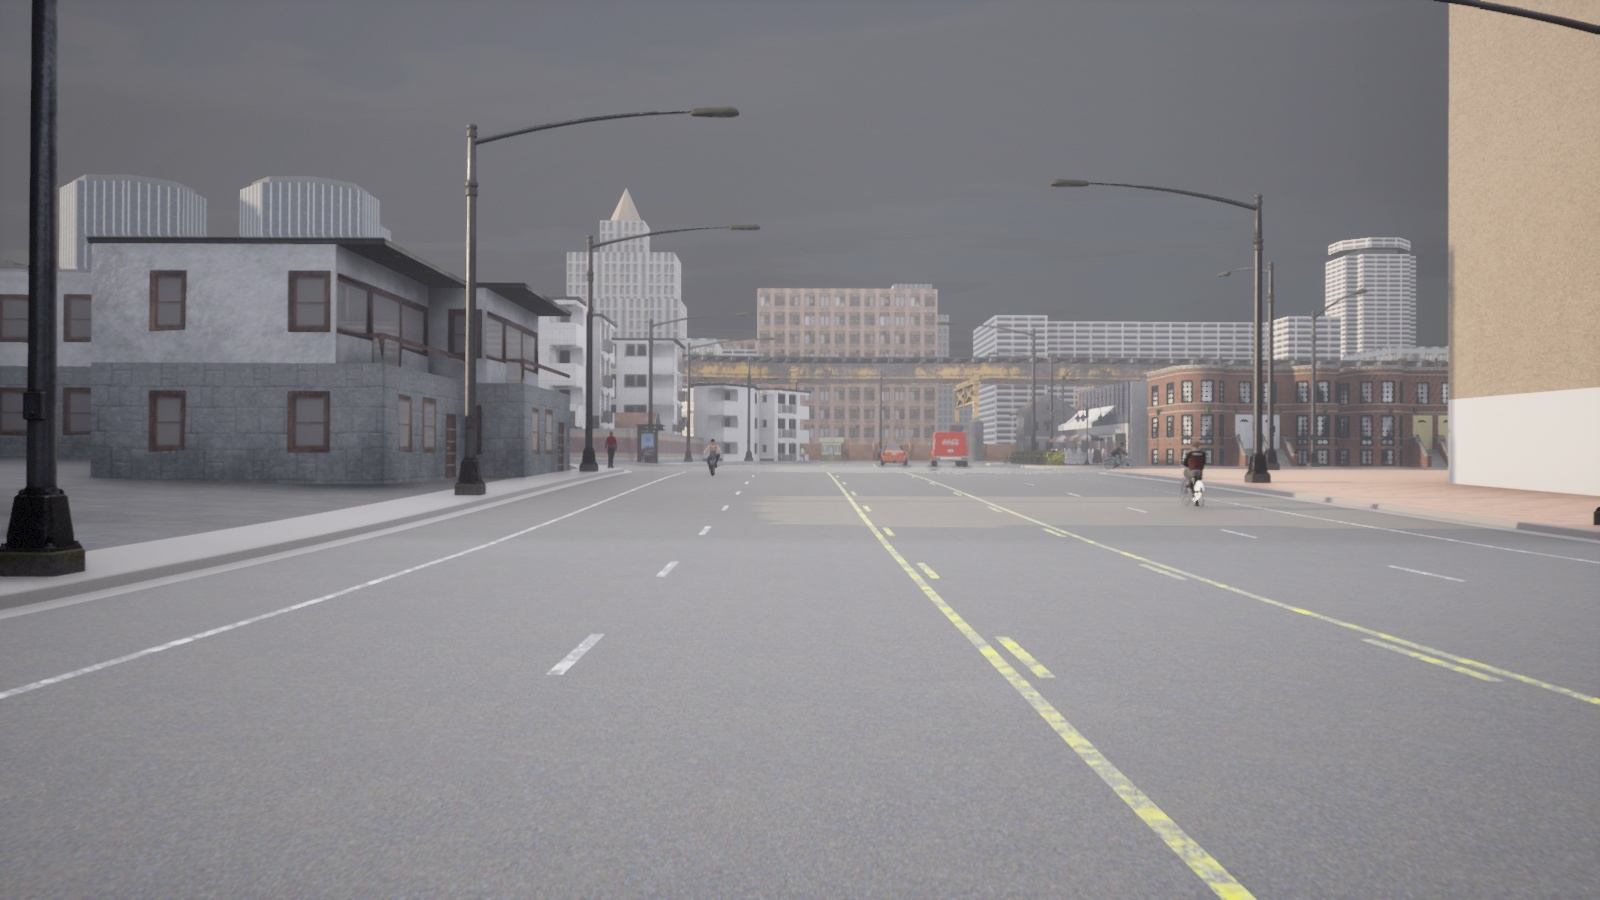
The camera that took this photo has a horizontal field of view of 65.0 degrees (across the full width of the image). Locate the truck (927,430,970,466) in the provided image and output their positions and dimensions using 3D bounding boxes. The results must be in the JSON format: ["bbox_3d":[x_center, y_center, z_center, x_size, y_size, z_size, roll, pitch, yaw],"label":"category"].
[{"bbox_3d":[10.531,-0.130,89.634,2.627,2.467,5.204,0,0,2],"label":"truck"}]

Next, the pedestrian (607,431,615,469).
[{"bbox_3d":[-9.270,0.020,61.548,0.331,1.846,0.636,0,0,-5],"label":"pedestrian"}]

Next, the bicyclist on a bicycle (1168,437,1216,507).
[{"bbox_3d":[10.344,0.564,33.188,0.659,1.776,1.843,0,1,0],"label":"bicyclist on a bicycle"}]
